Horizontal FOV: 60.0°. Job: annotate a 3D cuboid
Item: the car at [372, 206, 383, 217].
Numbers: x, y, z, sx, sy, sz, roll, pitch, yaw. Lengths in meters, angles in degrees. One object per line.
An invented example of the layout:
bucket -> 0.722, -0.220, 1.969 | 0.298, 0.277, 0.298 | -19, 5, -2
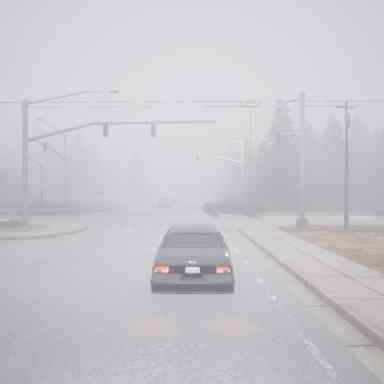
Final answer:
car -> 18.544, 1.552, 29.522 | 4.674, 1.442, 1.812 | 0, 0, 1

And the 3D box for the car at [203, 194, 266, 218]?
car -> 3.789, 1.243, 29.900 | 5.566, 2.045, 2.150 | 0, 0, 5

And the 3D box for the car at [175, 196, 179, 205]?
car -> -3.695, 1.491, 54.695 | 2.128, 1.511, 4.902 | 0, 0, 0

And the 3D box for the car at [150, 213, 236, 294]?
car -> 0.030, 1.545, 8.919 | 2.033, 1.411, 5.357 | 0, 0, 0

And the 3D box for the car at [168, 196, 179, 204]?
car -> -3.597, 1.505, 64.573 | 1.837, 1.490, 4.892 | 0, 0, 1

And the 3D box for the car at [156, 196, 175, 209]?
car -> -3.698, 1.505, 45.044 | 1.837, 1.490, 4.892 | 0, 0, 0
